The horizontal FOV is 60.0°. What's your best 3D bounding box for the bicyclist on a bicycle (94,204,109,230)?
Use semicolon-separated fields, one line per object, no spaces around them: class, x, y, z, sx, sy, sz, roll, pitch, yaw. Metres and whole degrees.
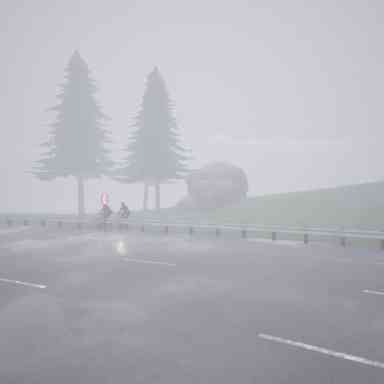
bicyclist on a bicycle;-5.129;1.419;19.697;0.582;1.620;1.656;0;-3;36

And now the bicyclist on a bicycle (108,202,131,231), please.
bicyclist on a bicycle;-3.950;1.433;19.306;0.582;1.620;1.656;0;-5;23
